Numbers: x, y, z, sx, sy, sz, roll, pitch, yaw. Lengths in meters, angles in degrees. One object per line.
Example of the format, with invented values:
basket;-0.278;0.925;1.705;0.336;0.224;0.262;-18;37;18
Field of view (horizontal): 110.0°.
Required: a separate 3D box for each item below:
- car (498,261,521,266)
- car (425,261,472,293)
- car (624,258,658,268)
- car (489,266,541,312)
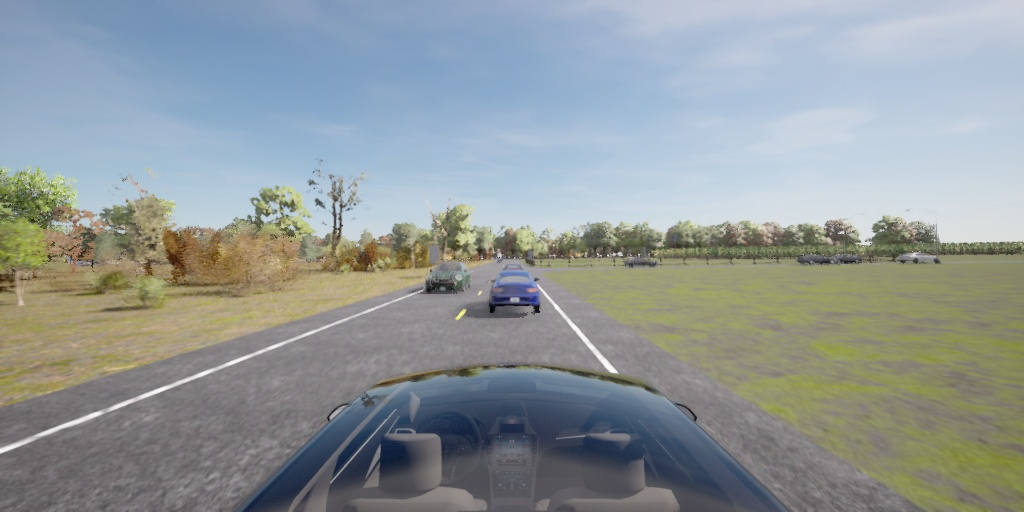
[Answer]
car;0.101;1.338;29.339;1.994;1.385;4.181;0;0;0
car;-3.590;1.119;20.859;2.097;1.767;4.553;0;0;0
car;18.345;0.977;51.126;4.674;1.442;1.812;-1;-1;0
car;0.098;1.287;14.123;1.812;1.442;4.674;0;0;0
